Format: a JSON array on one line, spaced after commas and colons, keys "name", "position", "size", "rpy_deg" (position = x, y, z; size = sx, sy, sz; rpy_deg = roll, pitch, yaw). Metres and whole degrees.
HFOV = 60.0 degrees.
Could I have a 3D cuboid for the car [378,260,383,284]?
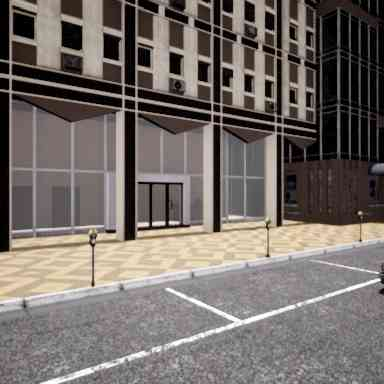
[{"name": "car", "position": [6.728, 1.547, 8.173], "size": [5.357, 1.411, 2.033], "rpy_deg": [0, 0, -35]}]
